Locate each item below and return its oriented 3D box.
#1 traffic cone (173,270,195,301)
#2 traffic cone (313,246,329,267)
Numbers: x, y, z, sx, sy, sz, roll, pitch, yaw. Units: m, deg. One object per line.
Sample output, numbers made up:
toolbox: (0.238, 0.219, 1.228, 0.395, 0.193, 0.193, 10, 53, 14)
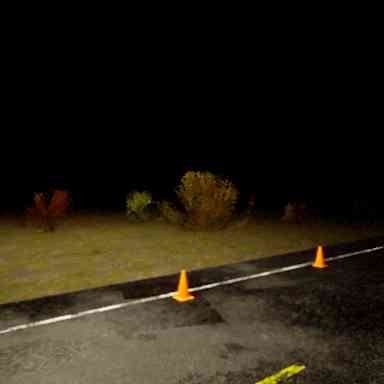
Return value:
traffic cone: (-0.173, 1.940, 7.021, 0.340, 0.580, 0.340, 0, 0, -36)
traffic cone: (3.844, 1.915, 9.958, 0.340, 0.580, 0.340, 0, 0, -36)
